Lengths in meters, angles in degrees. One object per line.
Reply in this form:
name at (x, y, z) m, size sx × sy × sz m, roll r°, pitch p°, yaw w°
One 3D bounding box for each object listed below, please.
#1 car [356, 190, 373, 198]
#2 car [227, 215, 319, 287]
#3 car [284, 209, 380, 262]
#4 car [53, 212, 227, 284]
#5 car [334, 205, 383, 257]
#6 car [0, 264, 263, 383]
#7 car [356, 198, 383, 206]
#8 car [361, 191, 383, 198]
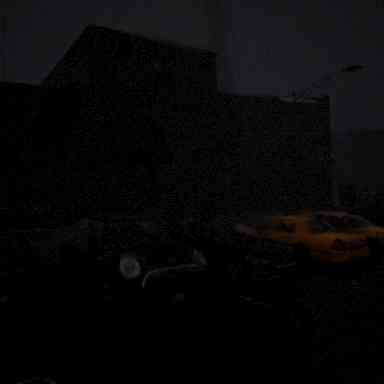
car at (23.896, 0.501, 44.835) m, size 1.882 × 1.535 × 5.008 m, roll -4°, pitch 0°, yaw -22°
car at (0.753, 1.463, 9.551) m, size 2.231 × 1.521 × 4.892 m, roll 0°, pitch 0°, yaw -36°
car at (3.142, 1.449, 11.476) m, size 1.946 × 1.575 × 5.366 m, roll 0°, pitch 0°, yaw -36°
car at (-1.551, 1.344, 7.937) m, size 2.185 × 1.767 × 4.553 m, roll 0°, pitch 0°, yaw -36°
car at (5.750, 1.441, 12.883) m, size 1.946 × 1.575 × 5.366 m, roll 0°, pitch 0°, yaw -36°
car at (-1.827, 1.602, 2.074) m, size 4.718 × 1.301 × 1.895 m, roll 0°, pitch 0°, yaw -36°
car at (8.054, 1.305, 14.717) m, size 2.185 × 1.767 × 4.553 m, roll 0°, pitch 0°, yaw -36°
car at (12.750, 1.091, 18.072) m, size 2.435 × 2.045 × 5.566 m, roll -1°, pitch 1°, yaw -36°
